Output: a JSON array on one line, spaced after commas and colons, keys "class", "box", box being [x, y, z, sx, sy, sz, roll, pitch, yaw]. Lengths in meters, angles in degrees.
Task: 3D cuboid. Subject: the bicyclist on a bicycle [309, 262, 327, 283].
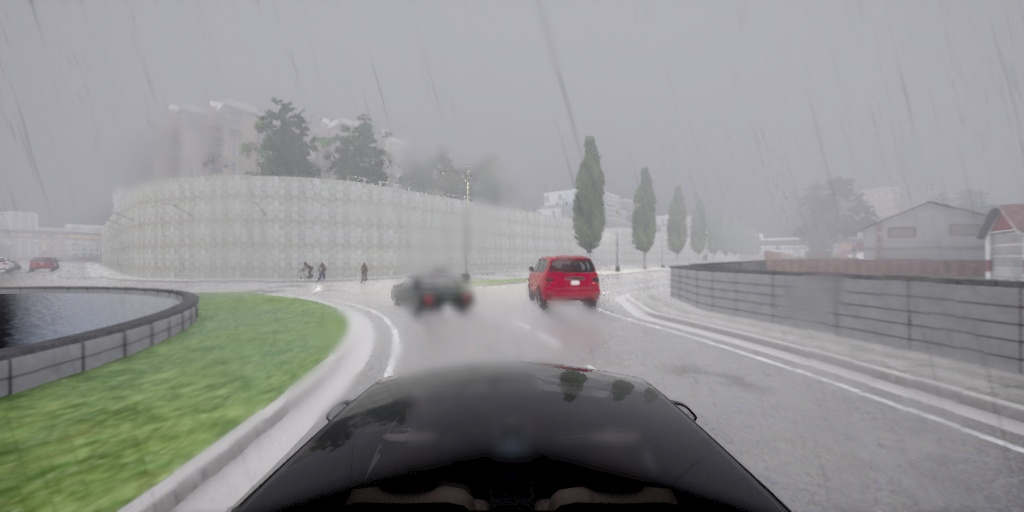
[{"class": "bicyclist on a bicycle", "box": [-15.202, 1.277, 28.670, 0.582, 1.620, 1.656, 10, 4, -3]}]

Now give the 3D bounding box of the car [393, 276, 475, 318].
[{"class": "car", "box": [-3.109, 1.390, 13.378, 1.895, 1.301, 4.718, 0, 0, -29]}]

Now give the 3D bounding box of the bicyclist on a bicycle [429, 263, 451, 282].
[{"class": "bicyclist on a bicycle", "box": [-5.244, 1.301, 26.169, 1.620, 1.656, 0.582, -3, 15, -24]}]

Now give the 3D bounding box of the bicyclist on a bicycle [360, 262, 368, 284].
[{"class": "bicyclist on a bicycle", "box": [-11.117, 1.292, 27.036, 0.582, 1.620, 1.656, 0, 0, -14]}]

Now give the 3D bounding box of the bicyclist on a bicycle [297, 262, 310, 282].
[{"class": "bicyclist on a bicycle", "box": [-16.561, 1.243, 28.976, 0.582, 1.620, 1.656, 16, 15, 29]}]

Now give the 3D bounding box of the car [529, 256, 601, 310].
[{"class": "car", "box": [2.011, 1.014, 15.072, 2.150, 2.045, 5.566, -1, 0, -4]}]
